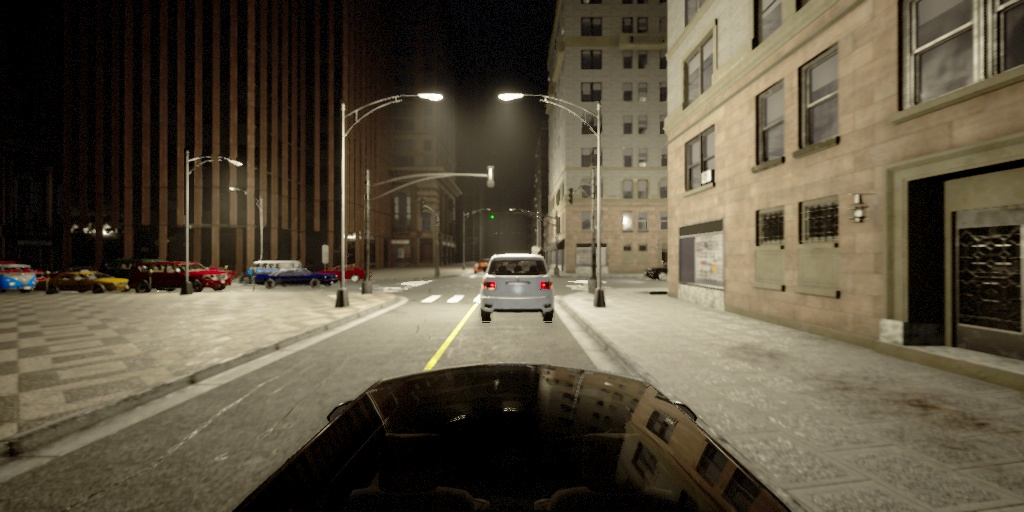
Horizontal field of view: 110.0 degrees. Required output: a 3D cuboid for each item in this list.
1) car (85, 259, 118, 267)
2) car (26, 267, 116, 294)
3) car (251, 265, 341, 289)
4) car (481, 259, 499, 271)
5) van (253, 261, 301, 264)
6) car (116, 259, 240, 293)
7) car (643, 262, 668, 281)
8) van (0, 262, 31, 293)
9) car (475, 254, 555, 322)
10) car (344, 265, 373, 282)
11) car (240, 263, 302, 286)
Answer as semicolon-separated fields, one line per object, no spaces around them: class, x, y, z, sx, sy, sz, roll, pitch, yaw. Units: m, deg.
car;-24.057;1.207;23.781;5.566;2.045;2.150;-1;0;-1
car;-25.029;1.517;21.224;4.829;1.417;1.751;0;0;0
car;-14.092;1.466;23.726;4.718;1.301;1.895;-1;0;0
car;-2.947;1.136;49.255;2.128;1.511;4.902;0;0;0
van;-19.531;1.290;29.716;3.998;1.789;1.690;0;0;0
car;-19.575;1.238;21.190;5.009;1.841;2.192;0;0;0
car;12.330;1.061;26.764;4.892;1.490;1.837;-1;0;0
van;-30.823;1.401;21.260;3.998;1.789;1.690;0;0;0
car;0.146;0.956;12.335;2.150;2.045;5.566;0;0;0
car;-13.907;1.426;29.680;4.507;1.381;1.888;0;0;0
car;-17.898;1.485;26.803;4.181;1.385;1.994;-1;0;2
